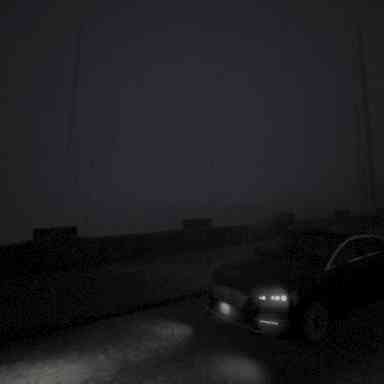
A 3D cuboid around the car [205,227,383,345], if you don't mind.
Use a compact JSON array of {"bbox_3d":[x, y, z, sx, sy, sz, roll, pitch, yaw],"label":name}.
[{"bbox_3d":[2.465,1.492,6.481,4.902,1.511,2.128,0,0,-37],"label":"car"}]
